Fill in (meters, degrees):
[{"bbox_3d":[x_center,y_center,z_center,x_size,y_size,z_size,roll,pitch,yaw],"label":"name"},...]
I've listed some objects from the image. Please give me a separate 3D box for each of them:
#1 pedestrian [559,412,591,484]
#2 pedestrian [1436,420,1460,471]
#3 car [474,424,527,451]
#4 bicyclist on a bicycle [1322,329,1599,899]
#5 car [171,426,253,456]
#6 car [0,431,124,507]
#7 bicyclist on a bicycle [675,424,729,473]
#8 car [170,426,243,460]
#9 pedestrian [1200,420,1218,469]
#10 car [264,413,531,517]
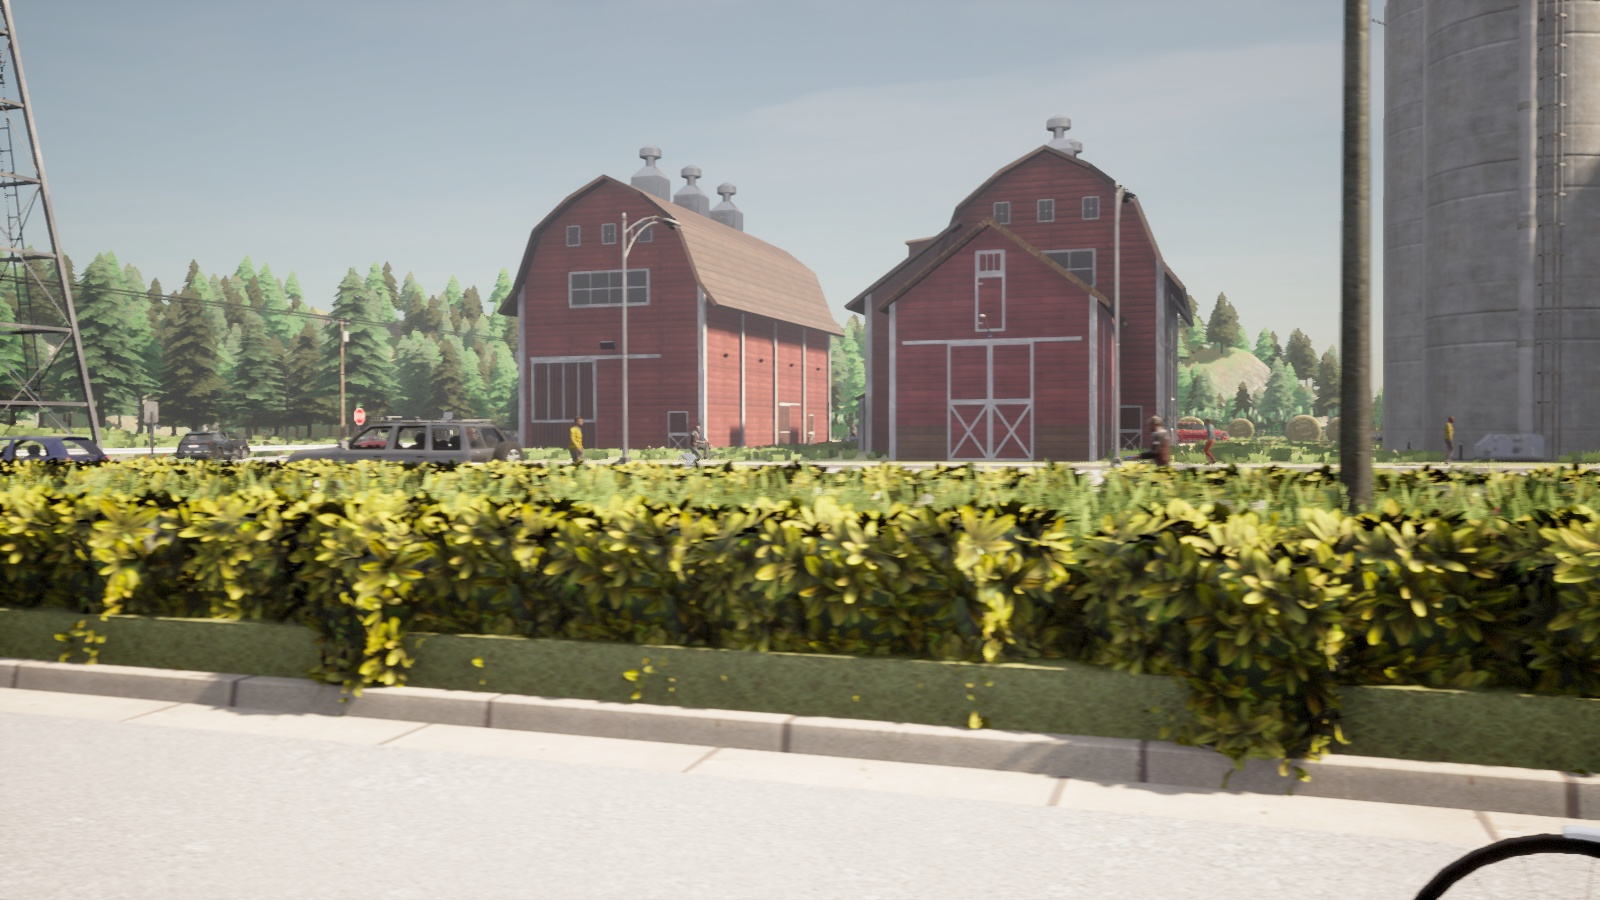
[{"bbox_3d":[-5.819,-0.064,32.514,0.709,1.840,0.431,0,1,11],"label":"pedestrian"},{"bbox_3d":[23.859,-0.169,46.223,0.726,1.835,0.370,1,1,20],"label":"pedestrian"},{"bbox_3d":[-21.635,-0.914,90.861,1.905,1.878,3.866,1,1,19],"label":"car"},{"bbox_3d":[2.066,0.665,2.496,1.843,1.776,0.659,1,1,19],"label":"bicyclist on a bicycle"},{"bbox_3d":[-32.579,-0.514,69.709,1.851,1.617,3.988,1,1,19],"label":"car"},{"bbox_3d":[-16.286,0.364,25.946,3.633,1.501,1.845,0,1,3],"label":"car"},{"bbox_3d":[-3.598,-0.056,46.195,1.843,1.776,0.659,0,1,18],"label":"bicyclist on a bicycle"},{"bbox_3d":[-30.231,-0.384,64.115,2.033,1.649,4.856,-1,1,-8],"label":"car"},{"bbox_3d":[15.423,-0.218,47.323,0.614,1.847,0.353,1,1,18],"label":"pedestrian"},{"bbox_3d":[-7.676,0.230,23.994,4.605,1.855,1.932,1,1,18],"label":"car"}]
